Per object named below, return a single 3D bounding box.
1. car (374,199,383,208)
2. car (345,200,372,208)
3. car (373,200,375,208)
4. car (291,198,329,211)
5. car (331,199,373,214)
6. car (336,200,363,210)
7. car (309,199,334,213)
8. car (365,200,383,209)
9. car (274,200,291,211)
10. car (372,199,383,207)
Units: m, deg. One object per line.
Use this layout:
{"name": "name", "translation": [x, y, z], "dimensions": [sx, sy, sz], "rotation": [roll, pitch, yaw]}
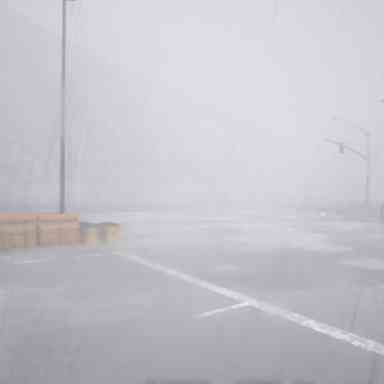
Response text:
{"name": "car", "translation": [27.029, 1.961, 44.765], "dimensions": [4.892, 1.490, 1.837], "rotation": [1, 0, -35]}
{"name": "car", "translation": [29.798, 2.107, 59.534], "dimensions": [5.357, 1.411, 2.033], "rotation": [1, 0, -36]}
{"name": "car", "translation": [25.902, 2.068, 48.251], "dimensions": [4.718, 1.301, 1.895], "rotation": [1, 0, -35]}
{"name": "car", "translation": [16.256, 1.731, 45.685], "dimensions": [4.553, 1.767, 2.097], "rotation": [1, 0, -35]}
{"name": "car", "translation": [18.754, 1.886, 38.874], "dimensions": [4.674, 1.442, 1.812], "rotation": [1, 0, -35]}
{"name": "car", "translation": [24.391, 2.037, 51.444], "dimensions": [4.181, 1.385, 1.994], "rotation": [1, 0, -34]}
{"name": "car", "translation": [17.798, 1.921, 42.496], "dimensions": [5.357, 1.411, 2.033], "rotation": [1, 0, -36]}
{"name": "car", "translation": [31.676, 2.062, 56.575], "dimensions": [4.892, 1.490, 1.837], "rotation": [1, 0, -35]}
{"name": "car", "translation": [13.988, 1.869, 48.367], "dimensions": [4.902, 1.511, 2.128], "rotation": [1, 0, -35]}
{"name": "car", "translation": [37.494, 2.127, 65.199], "dimensions": [5.008, 1.535, 1.882], "rotation": [1, 0, -38]}
